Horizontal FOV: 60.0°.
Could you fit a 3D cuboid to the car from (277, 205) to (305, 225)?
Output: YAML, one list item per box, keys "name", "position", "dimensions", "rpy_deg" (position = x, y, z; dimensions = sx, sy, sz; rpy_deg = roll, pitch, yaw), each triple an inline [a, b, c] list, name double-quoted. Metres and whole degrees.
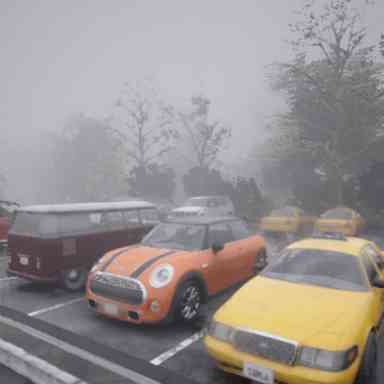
- name: "car"
  position: [5.555, 1.493, 18.620]
  dimensions: [1.946, 1.575, 5.366]
  rpy_deg: [-1, 0, 35]

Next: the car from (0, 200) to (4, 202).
- name: "car"
  position: [-7.608, 1.306, 12.687]
  dimensions: [2.435, 2.045, 5.566]
  rpy_deg: [-1, 0, 35]

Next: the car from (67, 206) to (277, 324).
- name: "car"
  position: [-0.058, 1.358, 7.377]
  dimensions: [2.185, 1.767, 4.553]
  rpy_deg: [0, 0, 35]

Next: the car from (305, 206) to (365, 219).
- name: "car"
  position: [7.730, 1.482, 17.086]
  dimensions: [1.946, 1.575, 5.366]
  rpy_deg: [0, 0, 35]

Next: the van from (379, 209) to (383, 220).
- name: "van"
  position: [9.839, 1.254, 15.230]
  dimensions: [1.878, 1.987, 4.442]
  rpy_deg: [0, 0, 35]

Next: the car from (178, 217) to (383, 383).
- name: "car"
  position: [2.203, 1.475, 5.520]
  dimensions: [1.946, 1.575, 5.366]
  rpy_deg: [0, 0, 35]

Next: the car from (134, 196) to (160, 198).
- name: "car"
  position: [-3.722, 1.366, 24.866]
  dimensions: [2.435, 2.045, 5.566]
  rpy_deg: [-1, -1, 35]

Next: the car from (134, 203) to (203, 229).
- name: "car"
  position: [-1.518, 1.579, 23.354]
  dimensions: [2.231, 1.521, 4.892]
  rpy_deg: [-1, -1, 35]

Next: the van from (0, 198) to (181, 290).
- name: "van"
  position: [-2.492, 1.276, 9.197]
  dimensions: [1.878, 1.987, 4.442]
  rpy_deg: [0, 0, 35]

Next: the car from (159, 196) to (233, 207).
- name: "car"
  position: [0.757, 1.290, 21.740]
  dimensions: [2.435, 2.045, 5.566]
  rpy_deg: [-1, -1, 35]
